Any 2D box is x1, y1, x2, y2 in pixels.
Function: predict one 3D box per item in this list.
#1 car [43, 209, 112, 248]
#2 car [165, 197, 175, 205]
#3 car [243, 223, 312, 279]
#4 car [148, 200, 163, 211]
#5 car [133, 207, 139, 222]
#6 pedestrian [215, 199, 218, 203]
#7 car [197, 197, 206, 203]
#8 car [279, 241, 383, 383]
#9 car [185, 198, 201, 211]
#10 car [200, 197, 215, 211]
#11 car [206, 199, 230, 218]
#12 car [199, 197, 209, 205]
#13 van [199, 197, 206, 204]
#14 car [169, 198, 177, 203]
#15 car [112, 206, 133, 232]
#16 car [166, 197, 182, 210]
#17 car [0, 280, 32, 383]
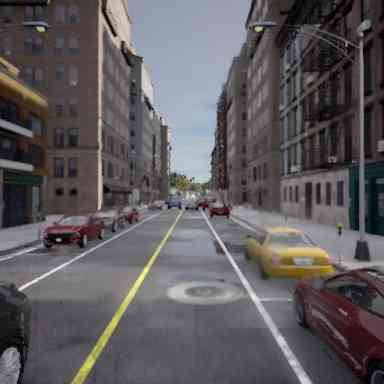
[{"bbox_3d":[-5.391,1.704,15.691,1.887,1.381,4.507,0,-1,0],"label":"car"},{"bbox_3d":[-5.436,2.135,82.343,2.192,1.841,5.009,0,-1,0],"label":"car"},{"bbox_3d":[2.635,1.629,10.181,1.752,1.417,4.829,0,-1,0],"label":"car"},{"bbox_3d":[-5.399,1.939,49.784,1.967,1.590,4.097,0,-1,0],"label":"car"},{"bbox_3d":[-5.394,1.818,27.055,1.887,1.381,4.507,0,-1,0],"label":"car"},{"bbox_3d":[2.742,1.667,37.103,0.375,1.860,0.375,0,-1,0],"label":"pedestrian"},{"bbox_3d":[2.667,2.243,93.353,2.192,1.841,5.009,0,-1,0],"label":"car"},{"bbox_3d":[2.636,1.627,4.329,1.802,1.307,4.206,0,-1,0],"label":"car"},{"bbox_3d":[0.013,2.063,49.811,1.994,1.385,4.181,0,-1,1],"label":"car"},{"bbox_3d":[2.626,1.814,49.788,2.192,1.841,5.009,0,-1,0],"label":"car"},{"bbox_3d":[2.743,1.821,34.098,1.882,1.535,5.008,0,-1,0],"label":"car"},{"bbox_3d":[2.684,2.081,76.842,2.192,1.841,5.009,0,-1,0],"label":"car"},{"bbox_3d":[2.673,2.215,87.849,1.690,1.788,3.998,0,-1,0],"label":"van"},{"bbox_3d":[-5.434,2.479,93.348,2.008,1.369,4.403,0,-1,0],"label":"car"},{"bbox_3d":[-5.393,1.767,21.373,2.008,1.369,4.403,0,-1,0],"label":"car"},{"bbox_3d":[-2.769,1.759,53.221,2.150,2.045,5.566,0,-1,0],"label":"car"},{"bbox_3d":[-2.851,1.528,2.131,1.837,1.490,4.892,0,-1,0],"label":"car"}]
